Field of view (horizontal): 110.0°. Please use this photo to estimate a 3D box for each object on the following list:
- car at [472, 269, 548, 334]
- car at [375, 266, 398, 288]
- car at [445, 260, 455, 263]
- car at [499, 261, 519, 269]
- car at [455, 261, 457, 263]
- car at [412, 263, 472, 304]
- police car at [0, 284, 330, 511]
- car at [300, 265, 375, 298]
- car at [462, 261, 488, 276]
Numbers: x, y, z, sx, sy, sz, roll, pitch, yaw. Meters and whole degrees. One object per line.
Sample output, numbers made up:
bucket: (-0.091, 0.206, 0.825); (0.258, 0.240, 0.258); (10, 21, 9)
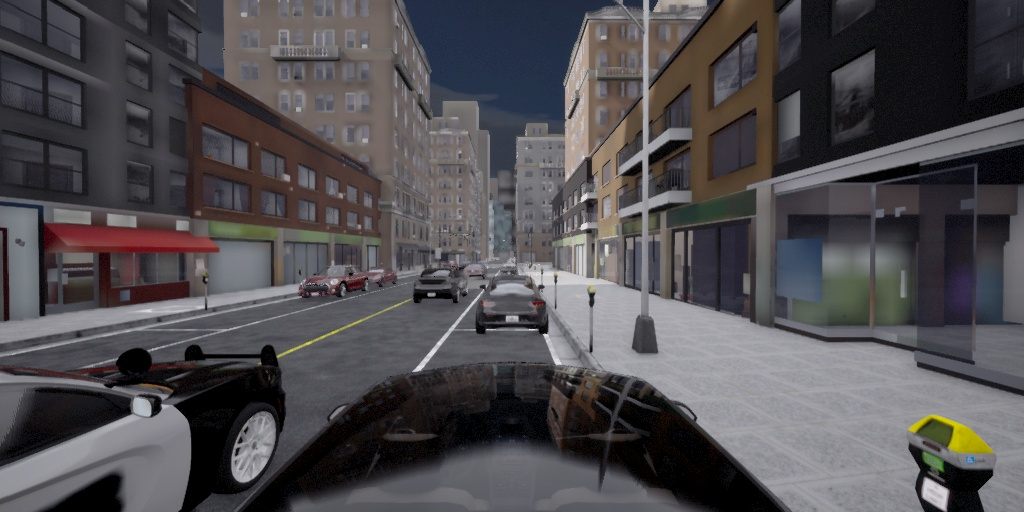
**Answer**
car: (0.003, 1.273, 10.502); (1.812, 1.442, 4.674); (0, 0, 0)
car: (-8.815, 1.324, 23.617); (1.802, 1.307, 4.207); (0, 0, 0)
car: (-8.815, 1.266, 51.546); (1.888, 1.381, 4.507); (0, 0, 0)
car: (-0.273, 1.286, 34.789); (2.007, 1.370, 4.403); (0, 0, 0)
car: (-6.146, 1.326, 49.416); (2.033, 1.411, 5.357); (0, 0, 0)
car: (-3.145, 1.263, 16.415); (1.837, 1.490, 4.892); (0, 0, 0)
police car: (-3.145, 1.175, 1.610); (1.930, 1.638, 5.238); (0, 0, 0)
car: (-8.815, 1.184, 18.031); (1.967, 1.591, 4.097); (0, 0, 0)
car: (-3.145, 1.303, 31.415); (2.033, 1.411, 5.357); (0, 0, 0)
